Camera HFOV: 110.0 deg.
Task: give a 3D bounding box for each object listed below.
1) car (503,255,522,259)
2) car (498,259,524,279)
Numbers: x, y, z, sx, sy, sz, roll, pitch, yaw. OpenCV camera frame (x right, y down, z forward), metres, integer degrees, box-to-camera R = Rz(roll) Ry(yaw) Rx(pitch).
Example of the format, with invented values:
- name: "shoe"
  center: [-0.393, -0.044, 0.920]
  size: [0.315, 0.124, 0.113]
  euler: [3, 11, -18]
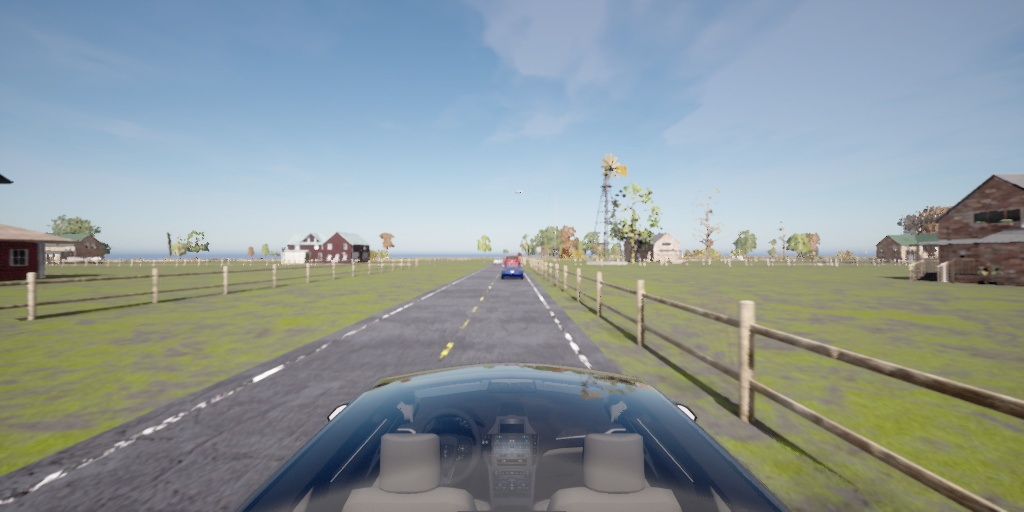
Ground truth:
- name: "car"
  center: [0.050, 0.869, 46.018]
  size: [2.150, 2.045, 5.566]
  euler: [0, 0, 1]
- name: "car"
  center: [0.051, 1.246, 31.637]
  size: [1.994, 1.385, 4.181]
  euler: [0, 0, 1]
